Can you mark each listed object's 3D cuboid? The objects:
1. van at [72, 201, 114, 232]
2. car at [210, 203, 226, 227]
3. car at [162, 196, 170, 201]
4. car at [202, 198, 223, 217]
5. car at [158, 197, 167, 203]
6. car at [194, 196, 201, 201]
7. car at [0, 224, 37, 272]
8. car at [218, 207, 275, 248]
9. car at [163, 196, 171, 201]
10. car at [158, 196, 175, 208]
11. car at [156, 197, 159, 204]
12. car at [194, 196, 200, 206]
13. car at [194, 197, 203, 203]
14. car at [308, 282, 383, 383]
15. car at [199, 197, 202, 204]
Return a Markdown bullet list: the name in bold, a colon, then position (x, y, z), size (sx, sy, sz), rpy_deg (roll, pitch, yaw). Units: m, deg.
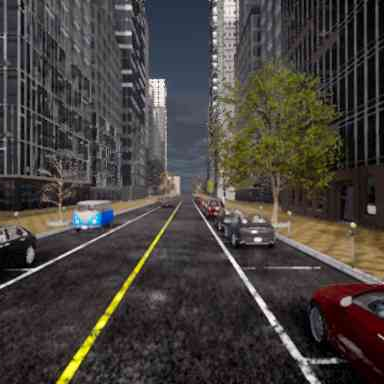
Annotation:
- **van**: position (-5.971, 1.430, 20.473), size (1.690, 1.788, 3.998), rpy_deg (0, 0, -1)
- **car**: position (2.409, 1.619, 20.589), size (2.008, 1.369, 4.403), rpy_deg (0, 0, -1)
- **car**: position (-6.956, 1.773, 88.778), size (1.887, 1.381, 4.507), rpy_deg (0, 0, -1)
- **car**: position (2.244, 1.539, 31.974), size (1.967, 1.590, 4.097), rpy_deg (0, 0, -1)
- **car**: position (-6.792, 1.795, 77.394), size (1.802, 1.307, 4.206), rpy_deg (0, 0, -1)
- **car**: position (1.423, 1.775, 88.891), size (1.947, 1.339, 4.313), rpy_deg (0, 0, -1)
- **car**: position (-5.807, 1.601, 9.088), size (2.008, 1.369, 4.403), rpy_deg (0, 0, -1)
- **car**: position (2.491, 1.601, 14.898), size (2.008, 1.369, 4.403), rpy_deg (0, 0, -1)
- **car**: position (-7.039, 1.801, 94.470), size (1.947, 1.339, 4.313), rpy_deg (0, 0, -1)
- **car**: position (-3.748, 1.711, 52.766), size (2.033, 1.411, 5.357), rpy_deg (0, 0, -1)
- **car**: position (-6.710, 1.750, 71.701), size (1.887, 1.381, 4.507), rpy_deg (0, 0, -1)
- **car**: position (1.834, 1.710, 60.433), size (1.887, 1.381, 4.507), rpy_deg (0, 0, -1)
- **car**: position (1.588, 1.759, 77.508), size (1.947, 1.339, 4.313), rpy_deg (0, 0, -1)
- **car**: position (2.655, 1.590, 3.514), size (1.802, 1.307, 4.206), rpy_deg (0, 0, -1)
- **car**: position (2.162, 1.554, 37.665), size (1.967, 1.590, 4.097), rpy_deg (0, 0, -1)
